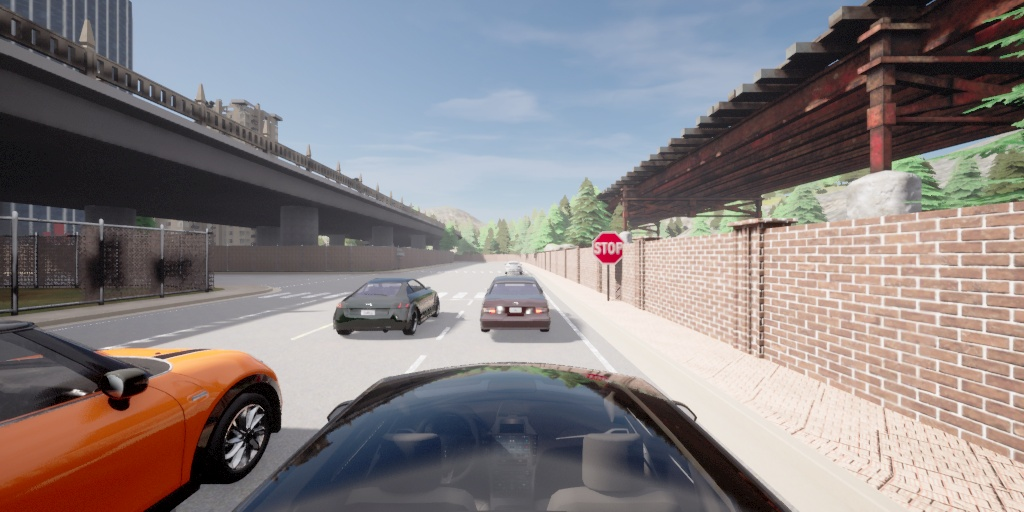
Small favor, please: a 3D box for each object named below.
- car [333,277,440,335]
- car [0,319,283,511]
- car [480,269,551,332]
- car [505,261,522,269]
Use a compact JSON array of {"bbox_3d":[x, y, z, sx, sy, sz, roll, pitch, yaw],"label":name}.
[{"bbox_3d":[-3.419,1.314,10.513,1.994,1.385,4.181,0,0,0],"label":"car"},{"bbox_3d":[-3.401,1.102,1.817,2.097,1.767,4.553,0,0,0],"label":"car"},{"bbox_3d":[0.081,1.297,10.801,2.033,1.411,5.357,0,0,0],"label":"car"},{"bbox_3d":[0.166,1.276,40.435,1.812,1.442,4.674,0,0,0],"label":"car"}]
